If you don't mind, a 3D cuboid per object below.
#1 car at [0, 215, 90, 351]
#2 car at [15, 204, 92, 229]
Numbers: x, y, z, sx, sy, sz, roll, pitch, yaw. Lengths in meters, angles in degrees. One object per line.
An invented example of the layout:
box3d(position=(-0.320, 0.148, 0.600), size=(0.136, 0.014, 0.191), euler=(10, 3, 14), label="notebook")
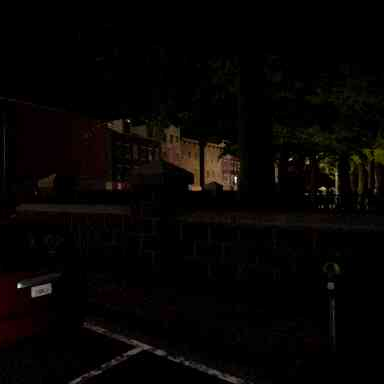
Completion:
box3d(position=(-3.830, 1.318, 5.564), size=(5.009, 1.841, 2.192), euler=(0, -1, 36), label="car")
box3d(position=(-9.369, 1.583, 22.910), size=(1.812, 1.442, 4.674), euler=(-1, -1, 35), label="car")
